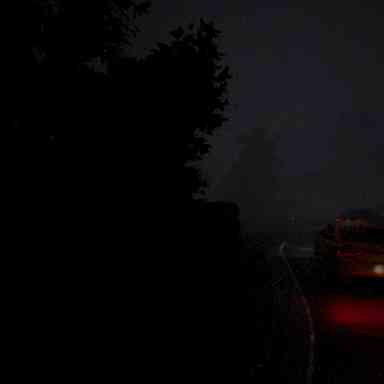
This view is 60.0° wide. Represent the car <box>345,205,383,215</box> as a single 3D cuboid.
[{"bbox_3d":[11.303,1.814,22.123,2.033,1.411,5.357,-2,-1,45],"label":"car"}]

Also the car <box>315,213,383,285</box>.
[{"bbox_3d":[4.765,1.600,9.727,1.882,1.535,5.008,-1,-1,15],"label":"car"}]
